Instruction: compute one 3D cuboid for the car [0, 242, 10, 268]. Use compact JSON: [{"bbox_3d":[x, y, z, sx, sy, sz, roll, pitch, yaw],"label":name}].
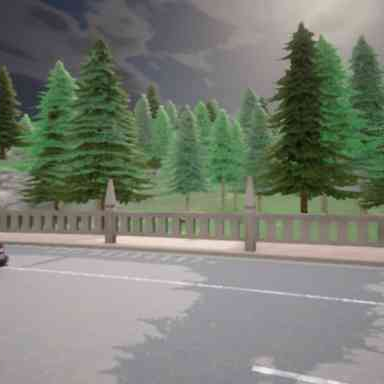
[{"bbox_3d":[-7.807,1.672,9.255,5.357,1.411,2.033,0,-1,16],"label":"car"}]
